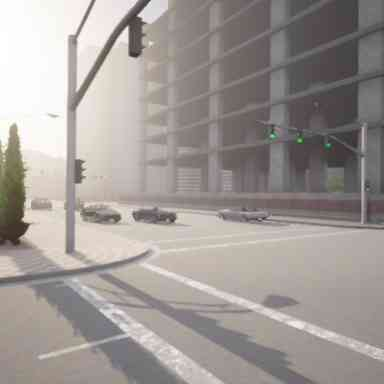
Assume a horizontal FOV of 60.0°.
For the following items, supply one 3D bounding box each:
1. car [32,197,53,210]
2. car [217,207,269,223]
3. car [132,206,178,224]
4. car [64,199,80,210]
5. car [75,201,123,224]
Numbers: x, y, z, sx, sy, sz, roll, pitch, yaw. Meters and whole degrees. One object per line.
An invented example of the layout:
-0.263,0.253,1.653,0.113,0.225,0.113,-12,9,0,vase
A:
-21.030,1.539,46.629,2.097,1.767,4.553,1,0,-34,car
4.265,1.908,28.792,1.895,1.301,4.718,1,-1,-35,car
-3.075,1.821,26.904,1.895,1.301,4.718,1,-1,-35,car
-16.271,1.736,45.879,1.837,1.490,4.892,1,-1,-35,car
-7.509,1.726,27.143,2.033,1.411,5.357,1,0,-35,car
